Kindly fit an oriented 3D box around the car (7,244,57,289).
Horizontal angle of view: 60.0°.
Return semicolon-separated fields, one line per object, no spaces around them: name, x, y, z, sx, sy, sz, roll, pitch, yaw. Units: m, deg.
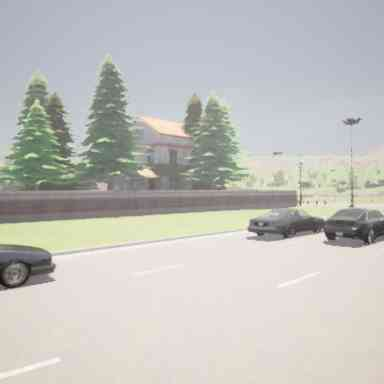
car;-6.124;1.655;7.698;5.357;1.411;2.033;0;0;-39

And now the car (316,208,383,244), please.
car;8.050;1.504;15.787;4.892;1.490;1.837;-1;0;-42

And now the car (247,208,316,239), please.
car;5.157;1.586;17.821;5.357;1.411;2.033;0;0;-43

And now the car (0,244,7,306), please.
car;-5.617;1.310;4.172;5.566;2.045;2.150;-1;0;-32
